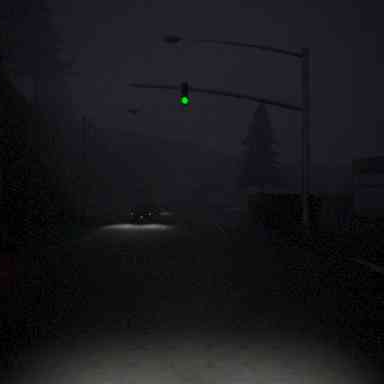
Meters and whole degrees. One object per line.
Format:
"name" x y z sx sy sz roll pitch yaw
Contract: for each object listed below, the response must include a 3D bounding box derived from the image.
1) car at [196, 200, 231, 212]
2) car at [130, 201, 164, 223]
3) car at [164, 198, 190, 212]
"car" 2.591 1.609 39.155 1.895 1.301 4.718 0 0 39
"car" -3.540 1.511 25.915 1.837 1.490 4.892 0 0 1
"car" -2.071 1.511 38.645 1.837 1.490 4.892 0 1 30
